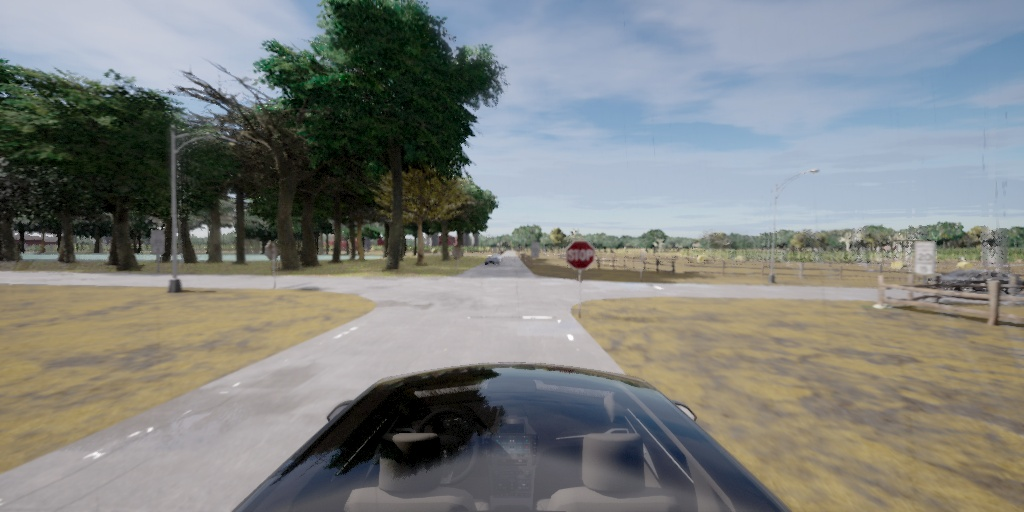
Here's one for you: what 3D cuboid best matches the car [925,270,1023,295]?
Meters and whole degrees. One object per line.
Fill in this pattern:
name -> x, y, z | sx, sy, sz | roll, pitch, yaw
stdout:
car -> 29.406, 1.628, 22.884 | 4.892, 1.490, 1.837 | 1, 2, 0

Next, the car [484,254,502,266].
car -> -2.779, 0.624, 50.767 | 1.994, 1.385, 4.181 | 0, 1, 1
